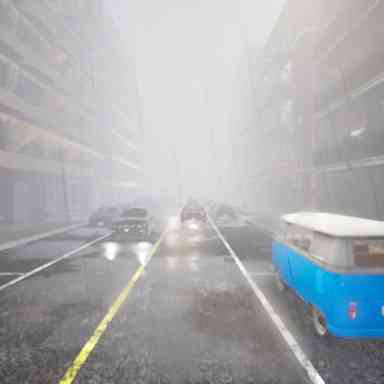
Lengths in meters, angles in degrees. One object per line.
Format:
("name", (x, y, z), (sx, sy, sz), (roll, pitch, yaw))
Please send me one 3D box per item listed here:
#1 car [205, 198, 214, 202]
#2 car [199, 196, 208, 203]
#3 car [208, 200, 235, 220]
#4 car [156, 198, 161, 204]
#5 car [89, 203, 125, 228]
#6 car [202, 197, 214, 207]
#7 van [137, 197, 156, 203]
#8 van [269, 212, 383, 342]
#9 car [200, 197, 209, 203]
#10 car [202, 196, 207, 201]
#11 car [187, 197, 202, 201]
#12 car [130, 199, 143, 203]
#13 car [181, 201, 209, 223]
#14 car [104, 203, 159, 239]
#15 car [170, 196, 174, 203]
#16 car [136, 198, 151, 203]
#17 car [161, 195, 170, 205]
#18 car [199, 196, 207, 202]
("car", (2.679, 1.626, 33.917), (2.008, 1.369, 4.403), (-1, 0, 0))
("car", (2.675, 1.738, 78.104), (2.008, 1.369, 4.403), (-1, 0, 0))
("car", (2.679, 1.613, 28.393), (2.008, 1.369, 4.403), (-1, 0, 0))
("car", (-5.704, 1.542, 44.977), (1.967, 1.590, 4.097), (-1, 0, 0))
("car", (-5.701, 1.617, 22.882), (1.947, 1.339, 4.313), (0, 0, 0))
("car", (2.676, 1.655, 56.181), (1.752, 1.417, 4.829), (-1, 0, 0))
("van", (-5.705, 1.430, 39.454), (1.690, 1.788, 3.998), (-1, 0, 0))
("van", (2.680, 1.355, 6.301), (1.690, 1.788, 3.998), (-1, 0, 0))
("car", (2.675, 1.717, 72.581), (1.887, 1.381, 4.507), (-1, 0, 0))
("car", (2.677, 1.666, 50.487), (2.008, 1.369, 4.403), (-1, 0, 0))
("car", (0.095, 1.609, 46.722), (1.837, 1.490, 4.892), (0, -1, 0))
("car", (-5.701, 1.608, 28.406), (1.887, 1.381, 4.507), (-1, 0, 0))
("car", (0.098, 1.658, 26.199), (1.895, 1.301, 4.718), (0, 0, 0))
("car", (-3.009, 1.548, 17.753), (1.837, 1.490, 4.892), (0, -1, 0))
("car", (-5.708, 1.488, 72.594), (2.192, 1.841, 5.009), (-1, 0, 0))
("car", (-5.702, 1.621, 33.930), (1.887, 1.381, 4.507), (-1, 0, 0))
("car", (-5.705, 1.710, 61.547), (1.947, 1.339, 4.313), (-1, 0, 0))
("car", (2.674, 1.728, 83.797), (1.752, 1.417, 4.829), (-1, 0, 0))
